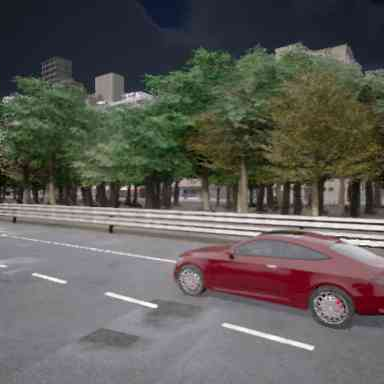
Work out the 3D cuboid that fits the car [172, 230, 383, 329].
[{"bbox_3d":[1.744,1.528,6.926,4.674,1.442,1.812,0,0,36],"label":"car"}]
